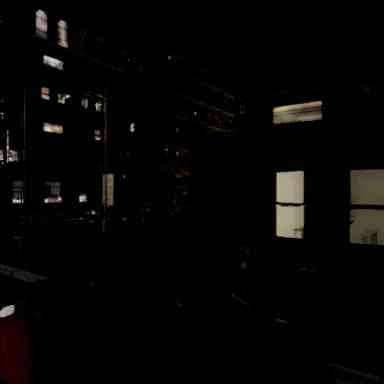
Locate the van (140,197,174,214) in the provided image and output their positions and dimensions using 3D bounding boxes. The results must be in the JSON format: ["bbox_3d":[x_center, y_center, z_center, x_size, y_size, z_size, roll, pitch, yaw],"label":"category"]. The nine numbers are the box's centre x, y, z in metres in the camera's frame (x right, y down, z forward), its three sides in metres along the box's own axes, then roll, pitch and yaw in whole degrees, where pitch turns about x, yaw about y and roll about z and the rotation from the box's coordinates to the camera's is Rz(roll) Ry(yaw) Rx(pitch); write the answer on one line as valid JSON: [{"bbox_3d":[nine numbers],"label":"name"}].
[{"bbox_3d":[-3.902,1.523,37.665,1.690,1.788,3.998,-1,-1,35],"label":"van"}]

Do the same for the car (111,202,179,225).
[{"bbox_3d":[-3.262,1.603,23.989,2.008,1.369,4.403,-1,-1,35],"label":"car"}]

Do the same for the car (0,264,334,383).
[{"bbox_3d":[-0.880,1.498,3.676,4.507,1.381,1.887,1,0,36],"label":"car"}]

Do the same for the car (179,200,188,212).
[{"bbox_3d":[-0.796,1.723,42.087,1.967,1.590,4.097,-1,-1,35],"label":"car"}]

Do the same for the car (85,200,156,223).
[{"bbox_3d":[-5.514,1.575,25.441,2.033,1.411,5.357,1,-1,35],"label":"car"}]

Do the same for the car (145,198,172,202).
[{"bbox_3d":[-3.910,1.626,33.113,2.128,1.511,4.902,1,-1,35],"label":"car"}]
